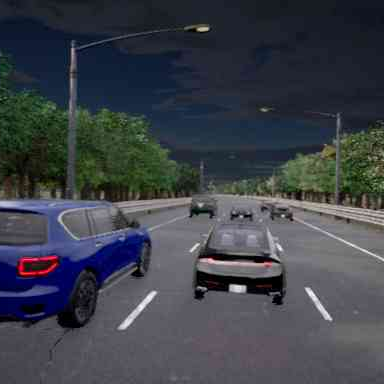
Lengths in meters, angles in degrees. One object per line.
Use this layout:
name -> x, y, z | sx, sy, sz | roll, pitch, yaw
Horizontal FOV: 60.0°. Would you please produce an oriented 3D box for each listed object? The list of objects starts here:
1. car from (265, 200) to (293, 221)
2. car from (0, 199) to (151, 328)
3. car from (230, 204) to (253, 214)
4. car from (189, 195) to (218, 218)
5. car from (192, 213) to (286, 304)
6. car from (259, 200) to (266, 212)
car -> 8.047, 1.773, 30.380 | 1.837, 1.490, 4.892 | 2, 0, 9
car -> -2.531, 1.167, 7.124 | 2.150, 2.045, 5.566 | 1, 0, 9
car -> 4.462, 1.774, 29.932 | 1.895, 1.301, 4.718 | 1, 0, 9
car -> 1.137, 1.309, 31.270 | 2.150, 2.045, 5.566 | 1, 0, 9
car -> 1.191, 1.538, 8.379 | 2.128, 1.511, 4.902 | 1, 0, 9
car -> 10.197, 1.862, 44.711 | 1.837, 1.490, 4.892 | 2, 0, 9
